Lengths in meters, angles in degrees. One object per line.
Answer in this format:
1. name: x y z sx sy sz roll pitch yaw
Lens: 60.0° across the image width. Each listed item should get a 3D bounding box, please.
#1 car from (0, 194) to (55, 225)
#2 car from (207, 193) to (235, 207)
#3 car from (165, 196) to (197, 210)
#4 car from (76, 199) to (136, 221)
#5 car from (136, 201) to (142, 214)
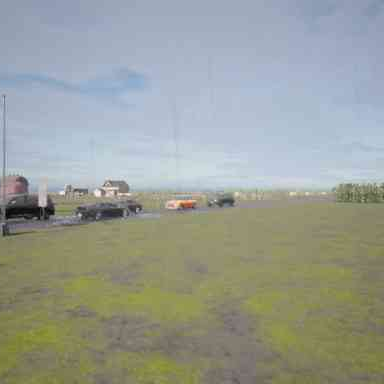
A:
1. car: -12.853 1.195 24.340 2.150 2.045 5.566 1 0 32
2. car: 4.427 1.175 50.234 2.150 2.045 5.566 1 0 35
3. car: -1.341 1.308 41.673 2.097 1.767 4.553 1 0 34
4. car: -7.246 1.500 27.533 1.837 1.490 4.892 1 0 34
5. car: -7.055 1.468 33.130 1.837 1.490 4.892 1 0 34
